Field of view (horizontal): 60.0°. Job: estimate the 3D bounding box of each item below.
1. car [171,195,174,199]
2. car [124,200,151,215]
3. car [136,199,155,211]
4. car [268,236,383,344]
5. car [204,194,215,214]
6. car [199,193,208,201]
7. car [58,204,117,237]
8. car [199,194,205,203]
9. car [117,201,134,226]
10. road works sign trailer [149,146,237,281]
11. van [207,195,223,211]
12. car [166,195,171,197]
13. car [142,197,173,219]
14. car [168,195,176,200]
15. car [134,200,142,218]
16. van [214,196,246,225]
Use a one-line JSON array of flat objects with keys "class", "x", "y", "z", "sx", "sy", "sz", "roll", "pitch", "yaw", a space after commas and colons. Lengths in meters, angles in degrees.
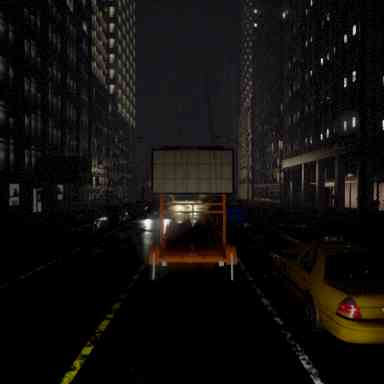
[{"class": "car", "x": -5.537, "y": 1.563, "z": 74.637, "sx": 1.802, "sy": 1.307, "sz": 4.206, "roll": -1, "pitch": 0, "yaw": 0}, {"class": "car", "x": -5.624, "y": 1.543, "z": 34.852, "sx": 2.008, "sy": 1.369, "sz": 4.403, "roll": -1, "pitch": 0, "yaw": 0}, {"class": "car", "x": -5.610, "y": 1.572, "z": 40.536, "sx": 1.802, "sy": 1.307, "sz": 4.206, "roll": -1, "pitch": 0, "yaw": 0}, {"class": "car", "x": 2.697, "y": 1.524, "z": 6.586, "sx": 1.752, "sy": 1.417, "sz": 4.829, "roll": -1, "pitch": 0, "yaw": 0}, {"class": "car", "x": 2.755, "y": 1.307, "z": 34.834, "sx": 2.192, "sy": 1.841, "sz": 5.009, "roll": -1, "pitch": 0, "yaw": 0}, {"class": "car", "x": 2.865, "y": 1.293, "z": 85.987, "sx": 2.192, "sy": 1.841, "sz": 5.009, "roll": -1, "pitch": 0, "yaw": 0}, {"class": "car", "x": -5.660, "y": 1.547, "z": 17.801, "sx": 2.008, "sy": 1.369, "sz": 4.403, "roll": -1, "pitch": 0, "yaw": 0}, {"class": "car", "x": 2.819, "y": 1.535, "z": 63.252, "sx": 2.008, "sy": 1.369, "sz": 4.403, "roll": -1, "pitch": 0, "yaw": 0}, {"class": "car", "x": -5.647, "y": 1.560, "z": 23.485, "sx": 1.947, "sy": 1.339, "sz": 4.313, "roll": -1, "pitch": 0, "yaw": 0}, {"class": "road works sign trailer", "x": 0.025, "y": 0.462, "z": 9.825, "sx": 2.380, "sy": 3.560, "sz": 2.880, "roll": 0, "pitch": 0, "yaw": 0}, {"class": "van", "x": 2.768, "y": 1.332, "z": 40.518, "sx": 1.690, "sy": 1.788, "sz": 3.998, "roll": -1, "pitch": 0, "yaw": 0}, {"class": "car", "x": -5.562, "y": 1.535, "z": 63.270, "sx": 2.008, "sy": 1.369, "sz": 4.403, "roll": -1, "pitch": 0, "yaw": 0}, {"class": "car", "x": -2.936, "y": 1.498, "z": 29.406, "sx": 1.837, "sy": 1.490, "sz": 4.892, "roll": 0, "pitch": 0, "yaw": 0}, {"class": "car", "x": -5.501, "y": 1.501, "z": 91.519, "sx": 1.752, "sy": 1.417, "sz": 4.829, "roll": -1, "pitch": 0, "yaw": 0}, {"class": "car", "x": -5.635, "y": 1.538, "z": 29.168, "sx": 1.887, "sy": 1.381, "sz": 4.507, "roll": -1, "pitch": 0, "yaw": 0}, {"class": "van", "x": 2.731, "y": 1.335, "z": 23.467, "sx": 1.690, "sy": 1.788, "sz": 3.998, "roll": -1, "pitch": 0, "yaw": 0}]
